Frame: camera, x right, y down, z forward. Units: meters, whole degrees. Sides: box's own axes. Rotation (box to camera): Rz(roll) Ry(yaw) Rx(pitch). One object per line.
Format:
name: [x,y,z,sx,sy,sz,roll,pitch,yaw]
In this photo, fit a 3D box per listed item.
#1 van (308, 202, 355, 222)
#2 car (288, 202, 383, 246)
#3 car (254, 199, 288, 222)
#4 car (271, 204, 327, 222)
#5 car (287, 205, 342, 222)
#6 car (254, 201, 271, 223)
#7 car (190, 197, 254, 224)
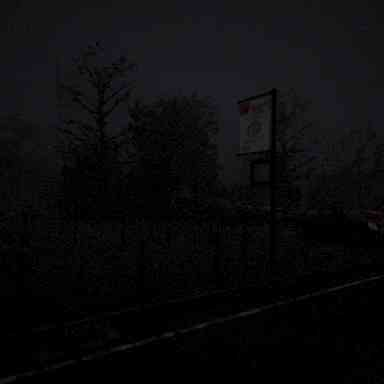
van: [15.579,2.165,37.348,1.878,1.987,4.442,3,-2,-36]
car: [7.475,1.543,16.534,2.185,1.767,4.553,2,-1,-36]
car: [6.468,1.670,30.896,2.435,2.045,5.566,2,-1,-36]
car: [10.971,2.145,34.403,1.946,1.575,5.366,3,-2,-36]
car: [13.129,2.260,35.956,1.946,1.575,5.366,3,-2,-36]
car: [4.190,1.826,29.268,2.231,1.521,4.892,2,-1,-36]
car: [2.052,1.486,27.686,2.435,2.045,5.566,2,-1,-36]
